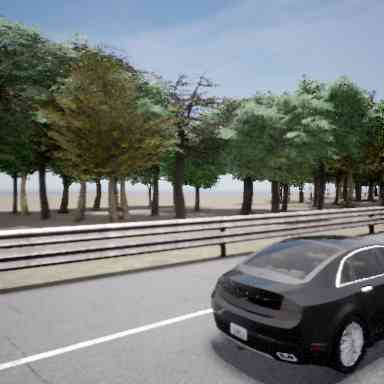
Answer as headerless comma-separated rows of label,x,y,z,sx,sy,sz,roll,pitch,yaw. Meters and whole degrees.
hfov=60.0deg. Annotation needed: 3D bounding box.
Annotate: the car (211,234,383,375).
car,2.569,1.486,5.610,4.892,1.490,1.837,-1,1,-35
